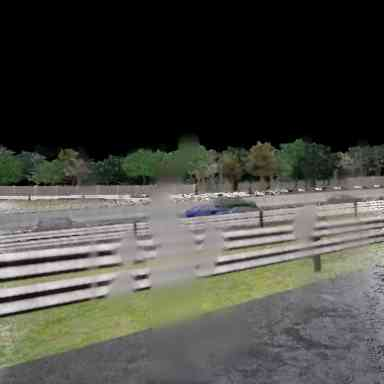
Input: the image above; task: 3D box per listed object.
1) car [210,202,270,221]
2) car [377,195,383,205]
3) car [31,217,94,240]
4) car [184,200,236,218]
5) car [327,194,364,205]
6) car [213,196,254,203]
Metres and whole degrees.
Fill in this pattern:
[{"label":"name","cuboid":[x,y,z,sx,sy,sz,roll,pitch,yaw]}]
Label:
[{"label":"car","cuboid":[4.813,2.062,31.898,5.357,1.411,2.033,-3,2,-22]},{"label":"car","cuboid":[24.209,0.890,39.826,4.674,1.442,1.812,-3,2,-22]},{"label":"car","cuboid":[-10.005,2.759,25.842,4.553,1.767,2.097,-4,2,-22]},{"label":"car","cuboid":[1.643,2.085,34.383,5.008,1.535,1.882,-3,2,-22]},{"label":"car","cuboid":[19.195,1.038,41.556,5.008,1.535,1.882,-3,2,-22]},{"label":"car","cuboid":[4.962,1.520,39.518,5.566,2.045,2.150,-3,2,-22]}]
